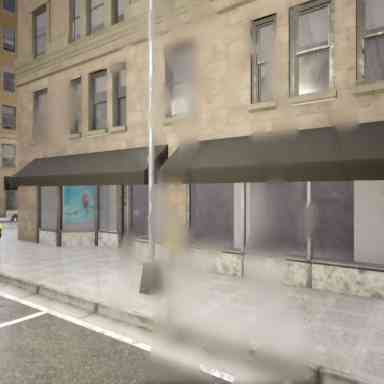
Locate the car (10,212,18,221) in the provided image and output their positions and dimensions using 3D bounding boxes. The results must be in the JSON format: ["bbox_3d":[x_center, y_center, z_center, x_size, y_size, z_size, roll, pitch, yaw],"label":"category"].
[{"bbox_3d":[-11.158,1.636,26.110,2.033,1.411,5.357,0,0,36],"label":"car"}]
